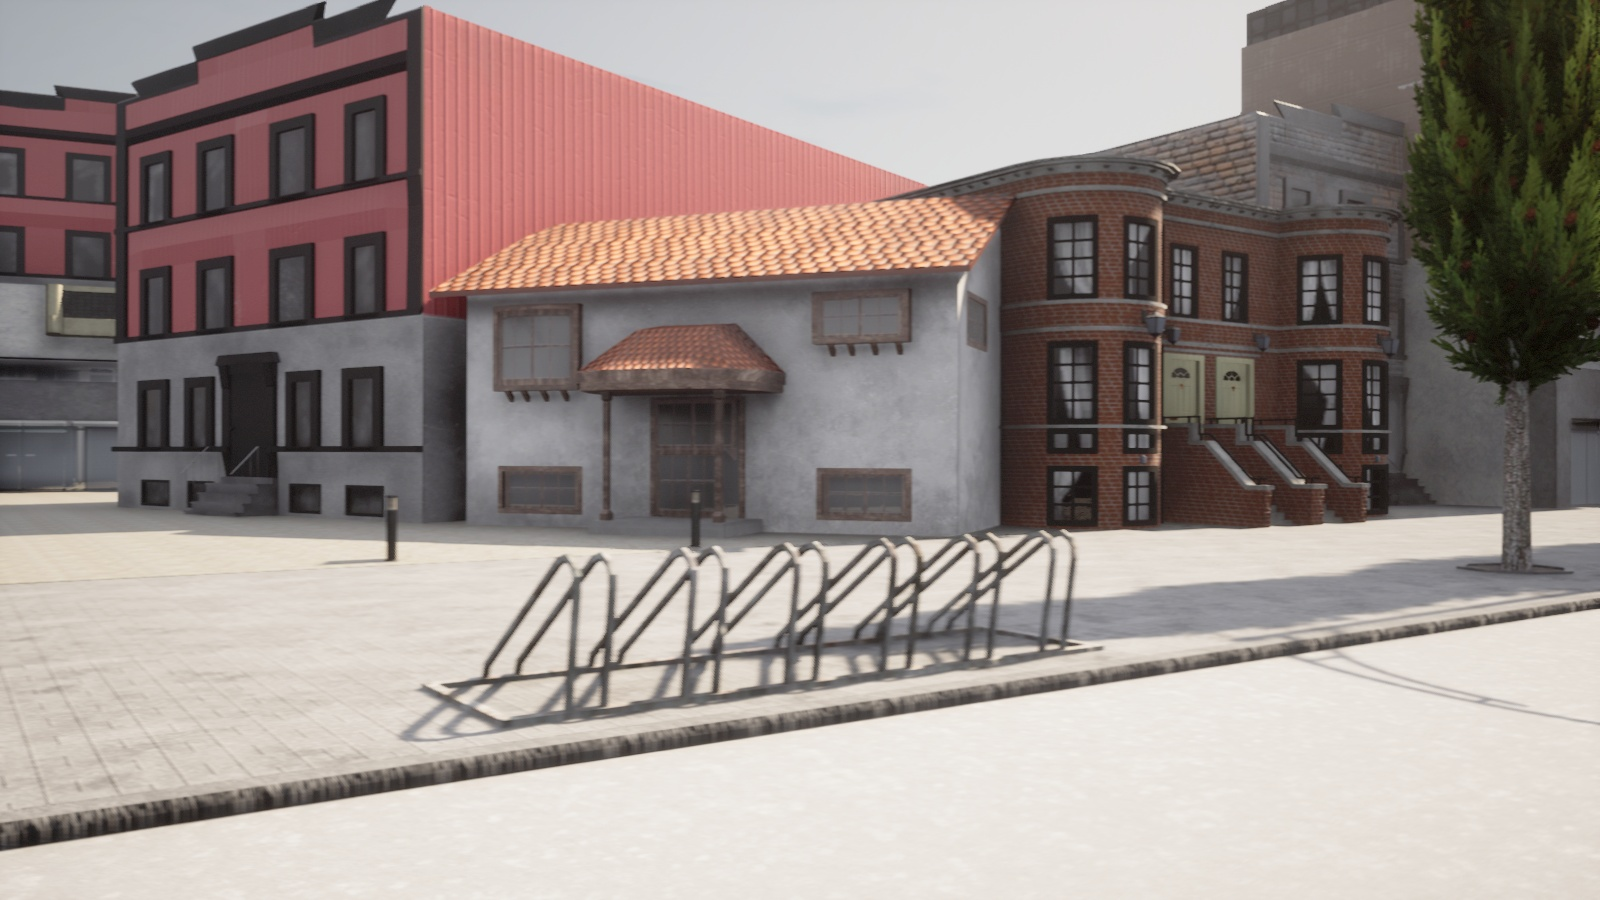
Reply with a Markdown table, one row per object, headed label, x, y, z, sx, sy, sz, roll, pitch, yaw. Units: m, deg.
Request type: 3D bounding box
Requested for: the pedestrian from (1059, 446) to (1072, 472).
| label | x | y | z | sx | sy | sz | roll | pitch | yaw |
| --- | --- | --- | --- | --- | --- | --- | --- | --- | --- |
| pedestrian | 18.311 | 0.621 | 86.732 | 0.328 | 1.805 | 0.869 | 0 | 0 | -35 |
